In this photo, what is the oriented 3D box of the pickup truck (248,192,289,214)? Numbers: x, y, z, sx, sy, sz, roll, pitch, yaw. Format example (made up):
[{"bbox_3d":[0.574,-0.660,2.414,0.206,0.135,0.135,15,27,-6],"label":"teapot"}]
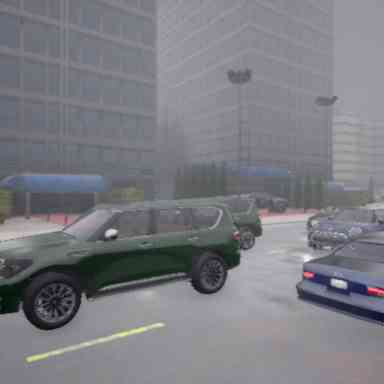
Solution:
[{"bbox_3d":[6.383,1.080,33.117,6.274,2.098,2.390,0,0,-5],"label":"pickup truck"}]

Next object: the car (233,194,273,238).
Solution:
[{"bbox_3d":[0.291,1.228,12.780,5.566,2.045,2.150,0,0,-35],"label":"car"}]

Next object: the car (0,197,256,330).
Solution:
[{"bbox_3d":[-1.404,1.224,7.291,5.566,2.045,2.150,0,0,-35],"label":"car"}]

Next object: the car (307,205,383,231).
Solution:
[{"bbox_3d":[6.570,1.364,12.944,4.553,1.767,2.097,0,0,-35],"label":"car"}]

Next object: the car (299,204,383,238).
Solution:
[{"bbox_3d":[8.413,1.508,18.522,4.902,1.511,2.128,0,0,-35],"label":"car"}]

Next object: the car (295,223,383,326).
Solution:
[{"bbox_3d":[4.454,1.555,6.915,5.357,1.411,2.033,0,0,-35],"label":"car"}]
